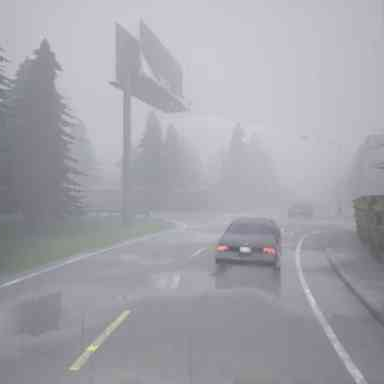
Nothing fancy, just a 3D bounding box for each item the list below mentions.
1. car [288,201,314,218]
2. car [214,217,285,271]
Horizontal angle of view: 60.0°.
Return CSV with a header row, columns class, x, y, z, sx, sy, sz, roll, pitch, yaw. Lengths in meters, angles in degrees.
class,x,y,z,sx,sy,sz,roll,pitch,yaw
car,9.963,1.528,30.248,1.994,1.385,4.181,0,-1,24
car,2.018,1.536,11.006,2.033,1.411,5.357,0,0,15
